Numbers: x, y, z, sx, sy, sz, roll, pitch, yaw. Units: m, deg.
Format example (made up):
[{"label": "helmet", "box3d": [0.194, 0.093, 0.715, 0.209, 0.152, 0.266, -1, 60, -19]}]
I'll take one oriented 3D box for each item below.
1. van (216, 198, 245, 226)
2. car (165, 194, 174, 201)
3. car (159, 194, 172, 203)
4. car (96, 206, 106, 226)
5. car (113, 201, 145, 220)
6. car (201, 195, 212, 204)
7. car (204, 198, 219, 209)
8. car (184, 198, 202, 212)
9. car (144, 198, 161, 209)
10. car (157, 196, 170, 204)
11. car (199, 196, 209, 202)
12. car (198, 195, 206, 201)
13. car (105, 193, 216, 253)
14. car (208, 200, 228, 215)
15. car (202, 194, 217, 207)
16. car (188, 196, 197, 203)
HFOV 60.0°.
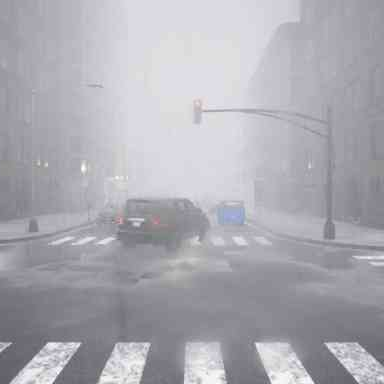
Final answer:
[{"label": "van", "box3d": [2.641, 1.340, 23.174, 1.690, 1.788, 3.998, 0, 0, 0]}, {"label": "car", "box3d": [-5.374, 1.409, 79.985, 1.967, 1.590, 4.097, 0, 0, 0]}, {"label": "car", "box3d": [-5.376, 1.292, 68.621, 2.192, 1.841, 5.009, 0, 0, 0]}, {"label": "car", "box3d": [-5.384, 1.549, 23.166, 2.008, 1.369, 4.403, 0, 0, 0]}, {"label": "car", "box3d": [-5.383, 1.543, 28.848, 1.887, 1.381, 4.507, 0, 0, 0]}, {"label": "car", "box3d": [2.648, 1.422, 62.943, 1.967, 1.590, 4.097, 0, 0, 0]}, {"label": "car", "box3d": [2.645, 1.576, 45.899, 1.802, 1.307, 4.206, 0, 0, 0]}, {"label": "car", "box3d": [0.097, 1.488, 40.561, 2.128, 1.511, 4.902, 0, 0, 0]}, {"label": "car", "box3d": [-5.380, 1.519, 45.724, 1.752, 1.417, 4.829, 0, 0, 0]}, {"label": "car", "box3d": [-5.377, 1.547, 62.939, 1.947, 1.339, 4.313, 0, 0, 0]}, {"label": "car", "box3d": [2.650, 1.524, 74.305, 2.008, 1.369, 4.403, 0, 0, 0]}, {"label": "car", "box3d": [2.652, 1.531, 85.668, 1.947, 1.339, 4.313, 0, 0, 0]}, {"label": "car", "box3d": [-0.993, 1.223, 14.061, 2.150, 2.045, 5.566, 2, 1, 21]}, {"label": "car", "box3d": [2.643, 1.580, 34.536, 1.802, 1.307, 4.206, 0, 0, 0]}, {"label": "car", "box3d": [2.646, 1.305, 51.580, 2.192, 1.841, 5.009, 0, 0, 0]}, {"label": "car", "box3d": [0.107, 1.505, 67.079, 1.812, 1.442, 4.674, 0, 0, 1]}]
